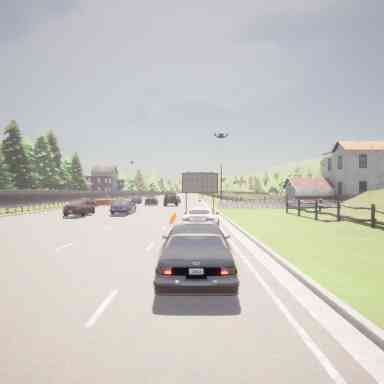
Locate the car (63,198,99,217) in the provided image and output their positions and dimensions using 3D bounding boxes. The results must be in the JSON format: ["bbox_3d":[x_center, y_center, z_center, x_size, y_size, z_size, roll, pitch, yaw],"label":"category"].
[{"bbox_3d":[-10.363,1.525,30.706,1.812,1.442,4.674,0,0,0],"label":"car"}]

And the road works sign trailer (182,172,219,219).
[{"bbox_3d":[0.512,0.464,22.055,2.380,3.560,2.880,0,0,-4],"label":"road works sign trailer"}]

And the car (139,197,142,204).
[{"bbox_3d":[-10.328,1.563,62.064,1.994,1.385,4.181,0,0,0],"label":"car"}]

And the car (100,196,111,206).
[{"bbox_3d":[-13.839,1.352,53.104,2.097,1.767,4.553,0,0,0],"label":"car"}]

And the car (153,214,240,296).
[{"bbox_3d":[0.108,1.547,8.795,2.033,1.411,5.357,0,0,1],"label":"car"}]

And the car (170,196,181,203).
[{"bbox_3d":[-3.319,1.564,68.547,1.994,1.385,4.181,0,0,0],"label":"car"}]

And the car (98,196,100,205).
[{"bbox_3d":[-13.849,1.478,43.106,1.882,1.535,5.008,0,0,0],"label":"car"}]

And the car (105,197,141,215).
[{"bbox_3d":[-6.861,1.547,33.528,2.033,1.411,5.357,0,0,0],"label":"car"}]

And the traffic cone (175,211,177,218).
[{"bbox_3d":[-1.458,1.955,25.151,0.340,0.580,0.340,0,0,0],"label":"traffic cone"}]

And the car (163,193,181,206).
[{"bbox_3d":[-3.337,1.221,53.331,2.150,2.045,5.566,0,0,0],"label":"car"}]

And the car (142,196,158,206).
[{"bbox_3d":[-6.832,1.477,56.613,1.882,1.535,5.008,0,0,0],"label":"car"}]

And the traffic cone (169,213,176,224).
[{"bbox_3d":[-1.460,1.955,23.151,0.340,0.580,0.340,0,0,0],"label":"traffic cone"}]

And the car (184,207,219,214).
[{"bbox_3d":[0.506,1.539,18.441,1.812,1.442,4.674,0,-1,6],"label":"car"}]
